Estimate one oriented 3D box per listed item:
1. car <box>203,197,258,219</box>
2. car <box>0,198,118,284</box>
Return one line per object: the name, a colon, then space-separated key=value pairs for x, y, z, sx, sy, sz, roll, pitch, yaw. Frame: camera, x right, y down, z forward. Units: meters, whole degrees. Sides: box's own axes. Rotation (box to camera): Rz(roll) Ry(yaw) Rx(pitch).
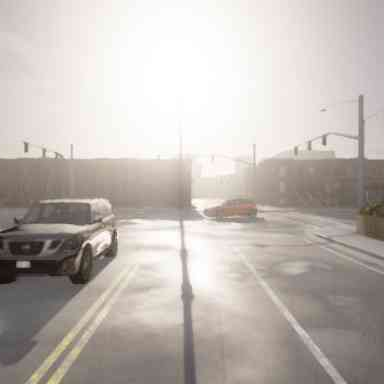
car: x=3.194 y=1.313 z=28.133 sx=4.553 sy=1.767 sz=2.097 roll=0 pitch=0 yaw=-21
car: x=-3.680 y=1.210 z=9.898 sx=2.150 sy=2.045 sz=5.566 roll=0 pitch=0 yaw=-1
